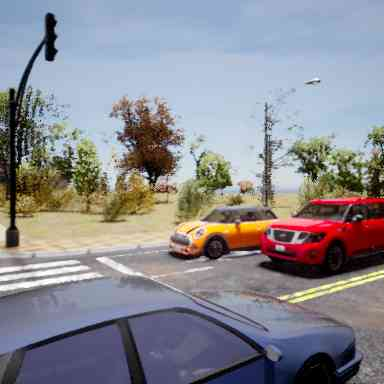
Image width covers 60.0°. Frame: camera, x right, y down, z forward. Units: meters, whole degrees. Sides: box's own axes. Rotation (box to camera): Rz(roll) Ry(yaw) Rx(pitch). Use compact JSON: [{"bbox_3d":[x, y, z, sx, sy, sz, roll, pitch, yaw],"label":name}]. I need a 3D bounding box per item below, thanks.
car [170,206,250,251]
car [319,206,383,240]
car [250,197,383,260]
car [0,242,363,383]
[{"bbox_3d":[1.420,1.343,12.522,4.553,1.767,2.097,0,0,-32],"label":"car"},{"bbox_3d":[9.349,1.537,17.699,5.357,1.411,2.033,0,0,-33],"label":"car"},{"bbox_3d":[4.761,1.215,10.810,5.566,2.045,2.150,0,0,-34],"label":"car"},{"bbox_3d":[-0.699,1.545,2.918,5.357,1.411,2.033,0,0,-35],"label":"car"}]
